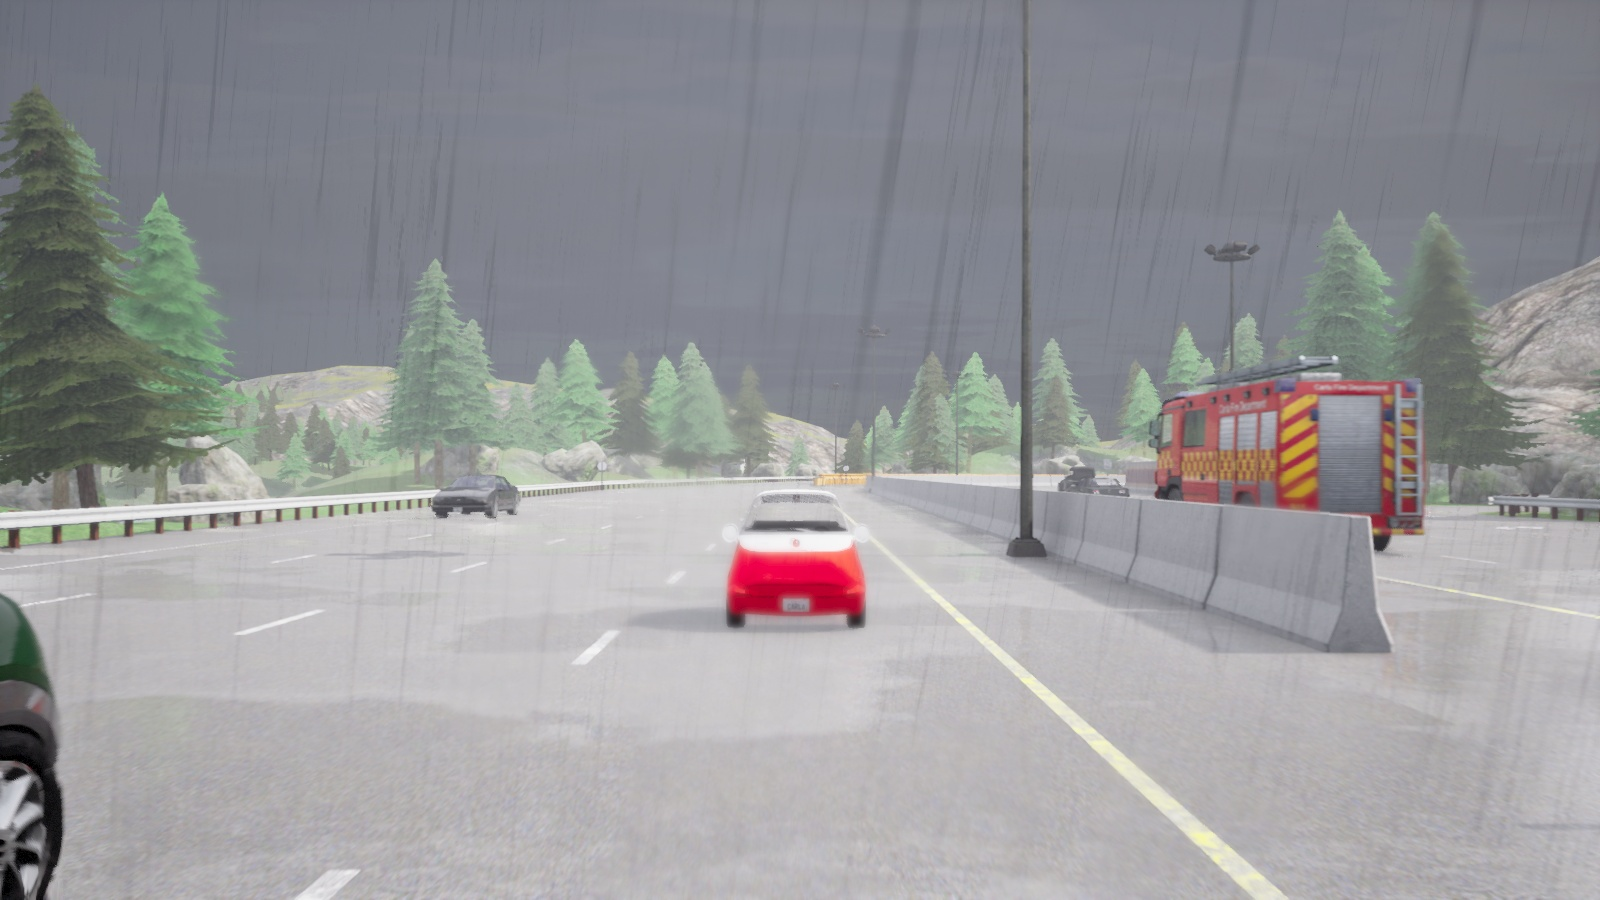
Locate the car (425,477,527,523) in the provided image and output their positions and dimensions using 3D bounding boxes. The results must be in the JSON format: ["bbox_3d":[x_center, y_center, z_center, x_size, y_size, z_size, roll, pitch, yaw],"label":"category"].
[{"bbox_3d":[-10.599,1.599,41.518,2.033,1.411,5.357,0,-1,0],"label":"car"}]

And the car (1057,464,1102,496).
[{"bbox_3d":[17.216,1.840,77.598,1.905,1.878,3.866,0,-1,0],"label":"car"}]

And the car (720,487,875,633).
[{"bbox_3d":[-0.029,1.090,13.159,1.481,1.376,2.207,0,-1,0],"label":"car"}]

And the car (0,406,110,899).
[{"bbox_3d":[-3.506,0.724,2.194,2.097,1.767,4.553,0,-1,0],"label":"car"}]

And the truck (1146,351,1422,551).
[{"bbox_3d":[10.429,0.082,28.272,2.891,3.827,8.468,0,-1,0],"label":"truck"}]

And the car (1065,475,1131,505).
[{"bbox_3d":[13.815,1.839,58.501,1.895,1.301,4.718,0,-1,0],"label":"car"}]
